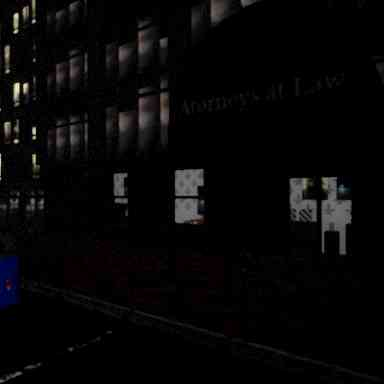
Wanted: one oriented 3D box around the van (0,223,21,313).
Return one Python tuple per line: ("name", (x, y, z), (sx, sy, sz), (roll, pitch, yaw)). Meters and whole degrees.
("van", (-4.986, 1.393, 6.427), (3.998, 1.788, 1.690), (0, 0, 35))
